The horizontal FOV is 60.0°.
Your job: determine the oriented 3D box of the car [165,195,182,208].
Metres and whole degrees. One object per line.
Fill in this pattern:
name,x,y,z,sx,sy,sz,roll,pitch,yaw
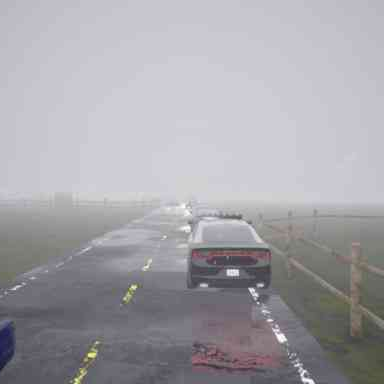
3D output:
car,-2.737,1.556,48.332,1.994,1.385,4.181,0,0,0

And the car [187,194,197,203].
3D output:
car,0.018,1.336,66.929,2.097,1.767,4.553,0,0,0

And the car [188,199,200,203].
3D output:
car,0.830,1.523,25.209,1.812,1.442,4.674,0,0,0

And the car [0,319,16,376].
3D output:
car,-2.849,1.601,1.382,1.895,1.301,4.718,0,0,0

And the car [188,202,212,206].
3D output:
car,0.829,1.523,19.209,1.812,1.442,4.674,0,0,0

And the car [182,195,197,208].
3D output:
car,0.039,1.540,45.761,2.033,1.411,5.357,0,0,1

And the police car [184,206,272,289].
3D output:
police car,0.826,1.424,9.319,1.930,1.638,5.238,0,0,0
